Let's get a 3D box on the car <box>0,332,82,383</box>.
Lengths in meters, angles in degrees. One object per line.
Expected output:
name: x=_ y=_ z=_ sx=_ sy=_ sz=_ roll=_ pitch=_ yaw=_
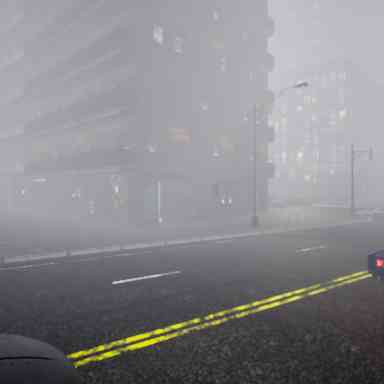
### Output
car: x=-2.996 y=1.478 z=1.337 sx=5.008 sy=1.535 sz=1.882 roll=0 pitch=0 yaw=-36

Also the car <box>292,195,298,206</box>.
car: x=10.280 y=1.198 z=40.805 sx=4.181 sy=1.385 sz=1.994 roll=1 pitch=1 yaw=43

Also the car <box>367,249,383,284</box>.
car: x=6.320 y=1.595 z=8.152 sx=4.718 sy=1.301 sz=1.895 roll=0 pitch=0 yaw=-37

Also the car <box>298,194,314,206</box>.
car: x=14.277 y=1.041 z=45.124 sx=4.097 sy=1.590 sz=1.967 roll=1 pitch=0 yaw=43

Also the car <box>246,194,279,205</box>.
car: x=10.322 y=1.084 z=48.737 sx=4.313 sy=1.339 sz=1.947 roll=1 pitch=0 yaw=43

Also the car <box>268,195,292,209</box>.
car: x=8.706 y=1.180 z=38.627 sx=4.829 sy=1.417 sz=1.752 roll=1 pitch=0 yaw=43
